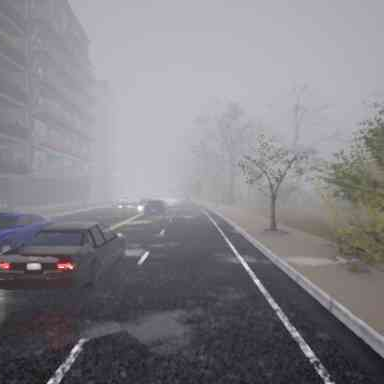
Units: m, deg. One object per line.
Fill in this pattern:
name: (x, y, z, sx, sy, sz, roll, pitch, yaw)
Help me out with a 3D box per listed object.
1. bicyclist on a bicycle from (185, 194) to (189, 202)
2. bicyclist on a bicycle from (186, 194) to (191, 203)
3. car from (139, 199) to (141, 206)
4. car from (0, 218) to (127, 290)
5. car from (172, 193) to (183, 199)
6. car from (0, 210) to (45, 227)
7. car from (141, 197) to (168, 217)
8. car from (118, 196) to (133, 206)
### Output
bicyclist on a bicycle: (-1.094, 1.297, 71.116, 0.582, 1.620, 1.656, 0, 0, -4)
bicyclist on a bicycle: (-0.484, 1.303, 62.164, 0.866, 1.612, 1.509, 0, 0, -3)
car: (-7.455, 1.492, 53.561, 1.895, 1.301, 4.718, 0, 0, -2)
car: (-3.154, 1.528, 9.144, 2.033, 1.411, 5.357, 0, 0, 0)
car: (-3.644, 1.269, 89.956, 1.895, 1.301, 4.718, 0, 0, -6)
car: (-6.607, 1.453, 11.796, 1.882, 1.535, 5.008, 0, 0, 0)
car: (-3.288, 1.416, 30.970, 1.882, 1.535, 5.008, 0, 0, -1)
car: (-10.755, 1.417, 54.200, 1.812, 1.442, 4.674, 0, 0, -2)
